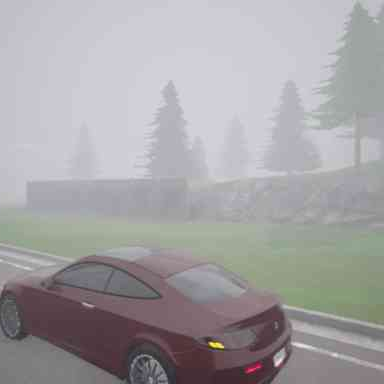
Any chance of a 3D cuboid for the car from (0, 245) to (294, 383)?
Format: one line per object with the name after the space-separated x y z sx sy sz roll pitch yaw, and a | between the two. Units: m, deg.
-0.945 1.518 4.807 4.674 1.442 1.812 0 0 36 | car
